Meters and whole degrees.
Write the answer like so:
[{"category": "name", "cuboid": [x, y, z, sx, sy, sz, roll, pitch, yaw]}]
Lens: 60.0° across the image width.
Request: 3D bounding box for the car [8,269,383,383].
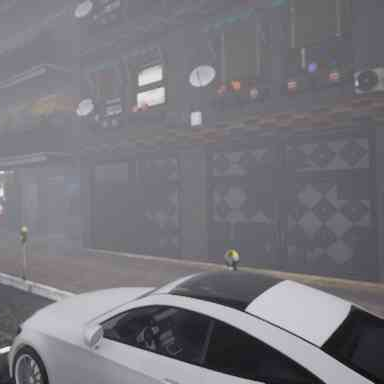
[{"category": "car", "cuboid": [0.143, 1.523, 3.174, 4.674, 1.442, 1.812, 0, 0, 35]}]
